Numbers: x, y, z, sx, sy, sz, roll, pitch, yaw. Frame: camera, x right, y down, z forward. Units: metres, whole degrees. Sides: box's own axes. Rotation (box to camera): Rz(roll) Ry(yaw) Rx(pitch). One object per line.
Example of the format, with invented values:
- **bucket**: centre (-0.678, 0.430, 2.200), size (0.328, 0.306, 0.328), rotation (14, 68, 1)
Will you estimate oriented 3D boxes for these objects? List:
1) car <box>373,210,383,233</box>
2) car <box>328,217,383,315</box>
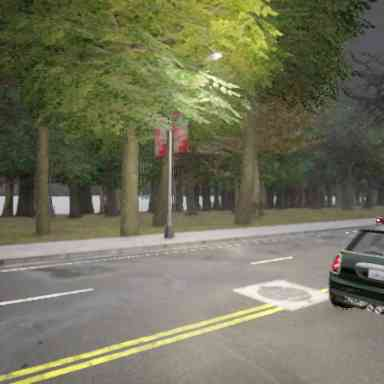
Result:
- **car**: centre (13.575, 1.806, 20.986), size (4.718, 1.301, 1.895), rotation (0, 0, -35)
- **car**: centre (4.847, 1.425, 6.773), size (4.553, 1.767, 2.097), rotation (1, 0, -35)
